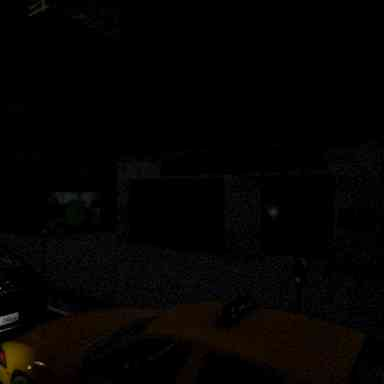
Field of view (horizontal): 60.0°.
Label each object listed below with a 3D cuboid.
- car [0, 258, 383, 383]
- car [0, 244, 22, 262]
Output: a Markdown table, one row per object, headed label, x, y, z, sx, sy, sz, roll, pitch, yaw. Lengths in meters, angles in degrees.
| label | x | y | z | sx | sy | sz | roll | pitch | yaw |
| --- | --- | --- | --- | --- | --- | --- | --- | --- | --- |
| car | 0.137 | 1.525 | 2.749 | 4.829 | 1.417 | 1.752 | 0 | 0 | 35 |
| car | -4.340 | 1.548 | 5.942 | 4.403 | 1.369 | 2.008 | 0 | 0 | 35 |
